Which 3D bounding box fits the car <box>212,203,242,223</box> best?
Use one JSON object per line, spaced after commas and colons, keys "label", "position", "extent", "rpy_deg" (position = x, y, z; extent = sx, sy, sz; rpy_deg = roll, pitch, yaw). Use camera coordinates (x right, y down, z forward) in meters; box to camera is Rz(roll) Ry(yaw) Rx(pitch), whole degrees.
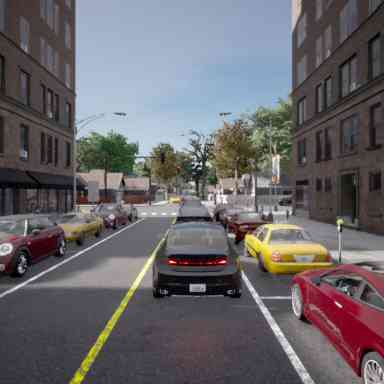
{"label": "car", "position": [2.658, 1.577, 26.531], "extent": [1.947, 1.339, 4.313], "rpy_deg": [0, 0, 0]}

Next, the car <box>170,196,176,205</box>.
{"label": "car", "position": [-3.028, 1.529, 61.421], "extent": [1.882, 1.535, 5.008], "rpy_deg": [0, 0, 0]}

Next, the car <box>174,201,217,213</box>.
{"label": "car", "position": [0.113, 1.484, 17.979], "extent": [1.882, 1.535, 5.008], "rpy_deg": [0, 0, 0]}

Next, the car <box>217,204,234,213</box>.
{"label": "car", "position": [2.653, 1.590, 21.012], "extent": [1.802, 1.307, 4.206], "rpy_deg": [0, 0, 0]}

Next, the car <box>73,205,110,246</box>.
{"label": "car", "position": [-5.378, 1.530, 15.328], "extent": [1.752, 1.417, 4.829], "rpy_deg": [0, 0, 0]}

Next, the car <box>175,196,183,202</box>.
{"label": "car", "position": [-2.988, 1.601, 76.462], "extent": [1.812, 1.442, 4.674], "rpy_deg": [0, 0, 0]}

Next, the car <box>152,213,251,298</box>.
{"label": "car", "position": [0.108, 1.507, 8.495], "extent": [1.837, 1.490, 4.892], "rpy_deg": [0, 0, 0]}

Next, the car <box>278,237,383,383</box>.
{"label": "car", "position": [2.638, 1.582, 4.457], "extent": [1.802, 1.307, 4.206], "rpy_deg": [0, 0, 0]}

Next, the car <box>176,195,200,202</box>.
{"label": "car", "position": [0.022, 1.364, 27.034], "extent": [2.097, 1.767, 4.553], "rpy_deg": [0, 0, 0]}

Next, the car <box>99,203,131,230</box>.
{"label": "car", "position": [-5.373, 1.448, 21.017], "extent": [1.967, 1.590, 4.097], "rpy_deg": [0, 0, 0]}

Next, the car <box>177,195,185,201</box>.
{"label": "car", "position": [-3.014, 1.630, 91.534], "extent": [1.812, 1.442, 4.674], "rpy_deg": [0, 0, 0]}

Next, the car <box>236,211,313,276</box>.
{"label": "car", "position": [2.643, 1.528, 10.146], "extent": [1.752, 1.417, 4.829], "rpy_deg": [0, 0, 0]}

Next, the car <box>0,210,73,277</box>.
{"label": "car", "position": [-5.382, 1.442, 9.980], "extent": [1.967, 1.590, 4.097], "rpy_deg": [0, 0, 0]}

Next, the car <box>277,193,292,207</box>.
{"label": "car", "position": [15.487, 1.138, 49.491], "extent": [5.566, 2.045, 2.150], "rpy_deg": [-1, 0, 0]}

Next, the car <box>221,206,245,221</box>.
{"label": "car", "position": [2.648, 1.550, 15.494], "extent": [1.887, 1.381, 4.507], "rpy_deg": [0, 0, 0]}

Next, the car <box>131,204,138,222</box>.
{"label": "car", "position": [-5.368, 1.593, 26.536], "extent": [1.802, 1.307, 4.206], "rpy_deg": [0, 0, 0]}
